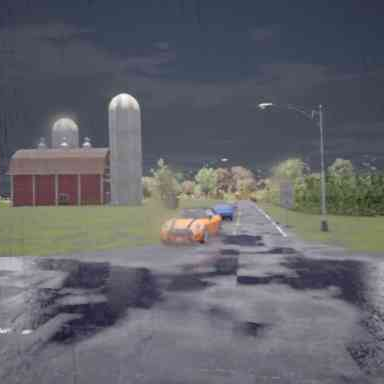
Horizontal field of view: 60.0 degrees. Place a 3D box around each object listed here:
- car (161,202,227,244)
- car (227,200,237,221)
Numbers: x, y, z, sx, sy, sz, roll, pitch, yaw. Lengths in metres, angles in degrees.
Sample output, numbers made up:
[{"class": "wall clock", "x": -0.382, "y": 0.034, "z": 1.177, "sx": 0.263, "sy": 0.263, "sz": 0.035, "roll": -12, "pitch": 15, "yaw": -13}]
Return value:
[{"class": "car", "x": 0.118, "y": 1.556, "z": 16.984, "sx": 2.097, "sy": 1.767, "sz": 4.553, "roll": -2, "pitch": -1, "yaw": 18}, {"class": "car", "x": 2.810, "y": 1.769, "z": 30.198, "sx": 1.882, "sy": 1.535, "sz": 5.008, "roll": -2, "pitch": 0, "yaw": 9}]
